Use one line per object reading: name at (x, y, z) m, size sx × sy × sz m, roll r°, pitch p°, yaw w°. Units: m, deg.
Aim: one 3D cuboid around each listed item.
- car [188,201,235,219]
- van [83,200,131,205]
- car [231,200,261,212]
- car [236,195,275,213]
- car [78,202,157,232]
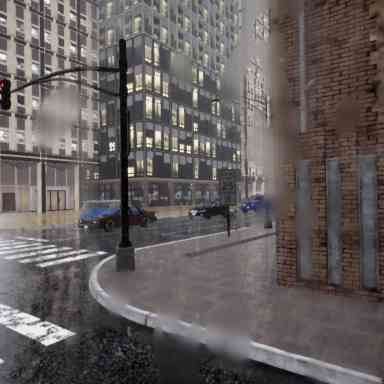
car at (1.571, 1.580, 29.650) m, size 2.128 × 1.511 × 4.902 m, roll -1°, pitch -1°, yaw 36°
van at (-6.029, 1.462, 23.498) m, size 1.690 × 1.788 × 3.998 m, roll -2°, pitch -1°, yaw 36°
car at (6.806, 1.690, 41.407) m, size 1.752 × 1.417 × 4.829 m, roll -2°, pitch -1°, yaw 36°
car at (7.663, 1.331, 38.144) m, size 2.150 × 2.045 × 5.566 m, roll -1°, pitch -1°, yaw 36°
car at (-4.511, 1.615, 21.163) m, size 2.033 × 1.411 × 5.357 m, roll -1°, pitch -1°, yaw 36°
